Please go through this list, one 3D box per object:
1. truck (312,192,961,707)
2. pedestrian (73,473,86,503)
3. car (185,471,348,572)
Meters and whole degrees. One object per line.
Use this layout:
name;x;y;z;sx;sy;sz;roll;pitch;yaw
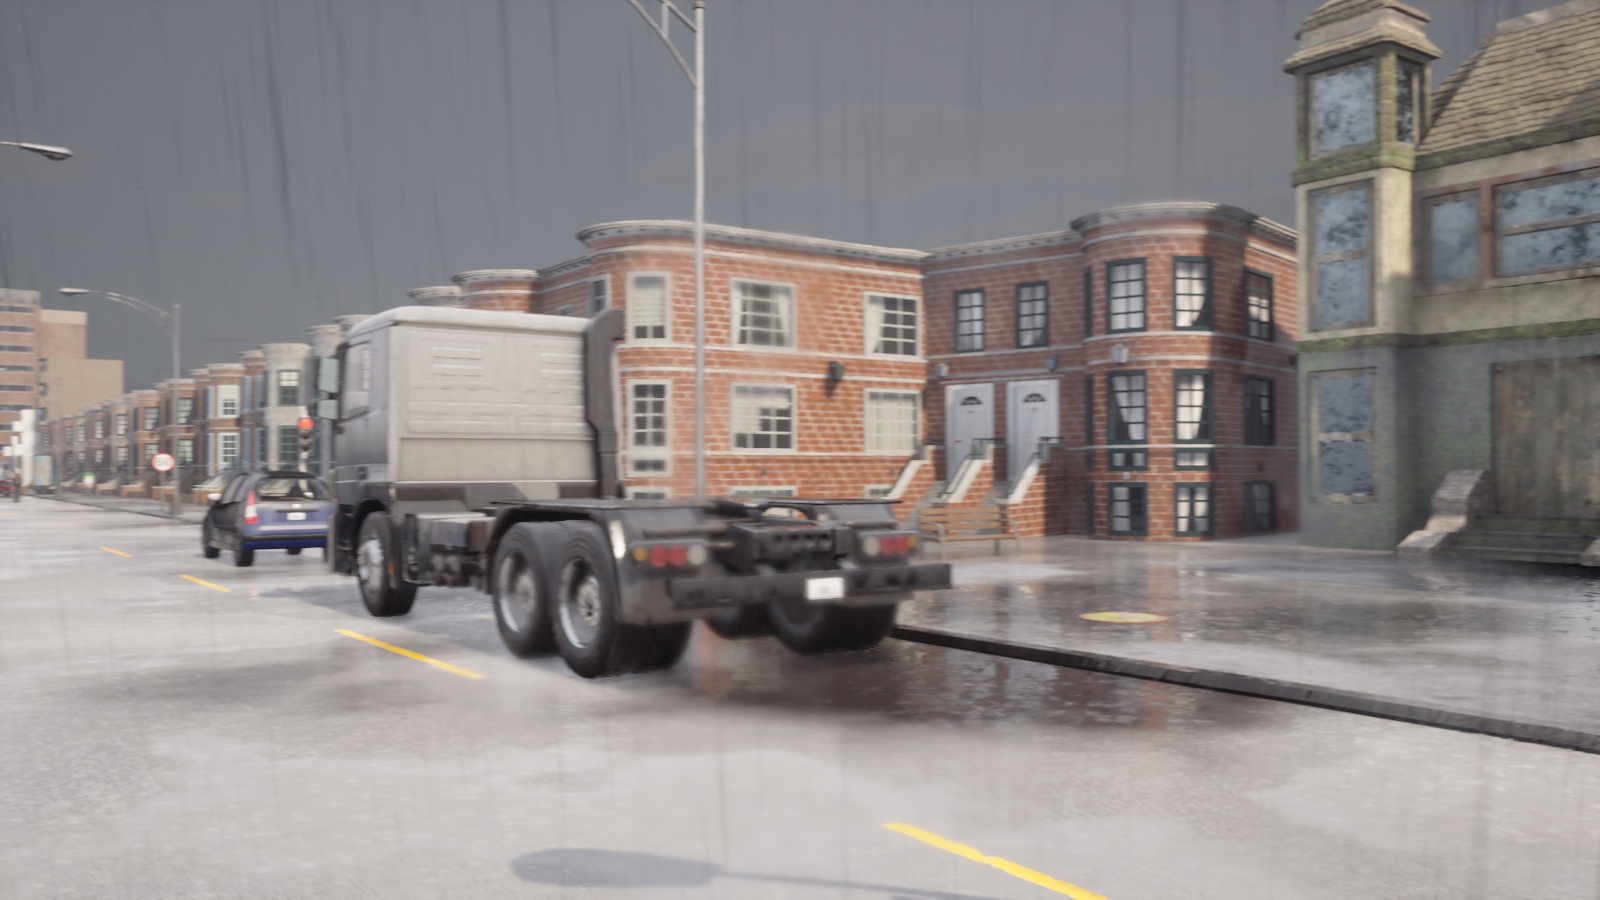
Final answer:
truck;-2.238;0.074;12.490;2.891;3.462;7.936;0;-1;-36
pedestrian;-47.759;2.514;83.227;0.659;1.952;0.873;0;-1;-38
car;-9.680;1.215;22.608;1.851;1.617;3.988;0;-1;-36
